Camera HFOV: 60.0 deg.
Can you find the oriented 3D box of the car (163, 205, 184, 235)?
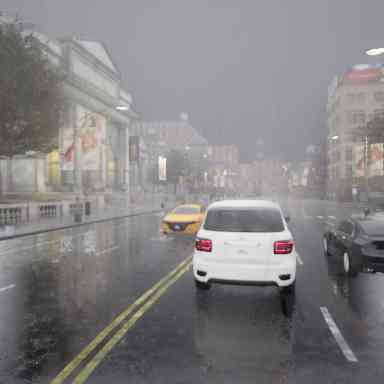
[{"bbox_3d":[-0.179,1.475,18.742,1.882,1.535,5.008,0,0,13],"label":"car"}]

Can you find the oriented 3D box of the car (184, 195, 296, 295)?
[{"bbox_3d":[1.471,1.220,9.001,2.150,2.045,5.566,0,0,11],"label":"car"}]

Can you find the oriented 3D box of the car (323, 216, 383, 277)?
[{"bbox_3d":[5.287,1.504,10.074,1.837,1.490,4.892,0,0,11],"label":"car"}]

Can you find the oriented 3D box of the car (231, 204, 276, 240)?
[{"bbox_3d":[3.437,1.489,18.306,2.128,1.511,4.902,0,0,12],"label":"car"}]
